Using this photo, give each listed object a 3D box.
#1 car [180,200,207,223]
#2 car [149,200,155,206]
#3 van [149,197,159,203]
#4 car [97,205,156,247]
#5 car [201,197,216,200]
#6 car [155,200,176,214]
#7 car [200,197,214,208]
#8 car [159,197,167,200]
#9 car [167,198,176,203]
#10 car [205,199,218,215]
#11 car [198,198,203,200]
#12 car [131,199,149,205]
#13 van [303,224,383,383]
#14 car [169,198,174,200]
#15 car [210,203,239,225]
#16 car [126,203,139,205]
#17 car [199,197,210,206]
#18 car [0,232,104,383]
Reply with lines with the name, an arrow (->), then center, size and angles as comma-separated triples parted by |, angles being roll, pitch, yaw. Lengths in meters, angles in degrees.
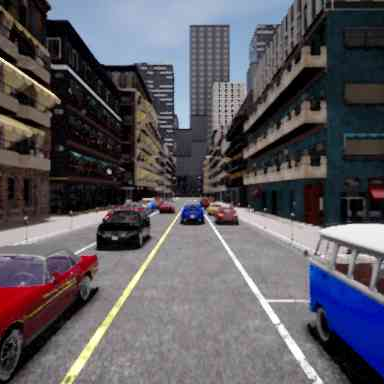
car -> 0.054, 1.724, 27.880 | 1.882, 1.535, 5.008 | 0, 0, 0
car -> -5.689, 1.886, 37.528 | 2.008, 1.369, 4.403 | -1, -1, 0
van -> -5.696, 1.726, 43.132 | 1.690, 1.788, 3.998 | -1, -1, 0
car -> -3.092, 1.621, 15.901 | 1.882, 1.535, 5.008 | 0, -1, 0
car -> 2.647, 1.745, 48.711 | 2.192, 1.841, 5.009 | -1, -1, 0
car -> -3.038, 1.966, 41.054 | 1.895, 1.301, 4.718 | 0, -1, 0
car -> 2.639, 1.844, 59.915 | 2.192, 1.841, 5.009 | -1, -1, 0
car -> -5.727, 1.799, 54.336 | 2.192, 1.841, 5.009 | -1, -1, 0
car -> -5.760, 2.385, 93.547 | 2.008, 1.369, 4.403 | -1, -1, 0
car -> 2.658, 1.857, 37.676 | 1.752, 1.417, 4.829 | -1, -1, 0
car -> 0.045, 1.885, 44.268 | 2.128, 1.511, 4.902 | 0, 0, 0
car -> -5.687, 1.726, 31.928 | 1.967, 1.590, 4.097 | -1, -1, 0
van -> 2.678, 1.375, 3.896 | 1.690, 1.788, 3.998 | -1, -1, 0
car -> -5.748, 2.266, 76.741 | 1.802, 1.307, 4.206 | -1, -1, 0
car -> 2.666, 1.813, 26.302 | 1.802, 1.307, 4.206 | -1, -1, 0
car -> -5.681, 1.818, 26.325 | 1.802, 1.307, 4.206 | -1, -1, 0
car -> 2.632, 1.944, 71.119 | 2.192, 1.841, 5.009 | -1, -1, 0
car -> -3.105, 1.653, 5.588 | 1.895, 1.301, 4.718 | 0, -1, 0
